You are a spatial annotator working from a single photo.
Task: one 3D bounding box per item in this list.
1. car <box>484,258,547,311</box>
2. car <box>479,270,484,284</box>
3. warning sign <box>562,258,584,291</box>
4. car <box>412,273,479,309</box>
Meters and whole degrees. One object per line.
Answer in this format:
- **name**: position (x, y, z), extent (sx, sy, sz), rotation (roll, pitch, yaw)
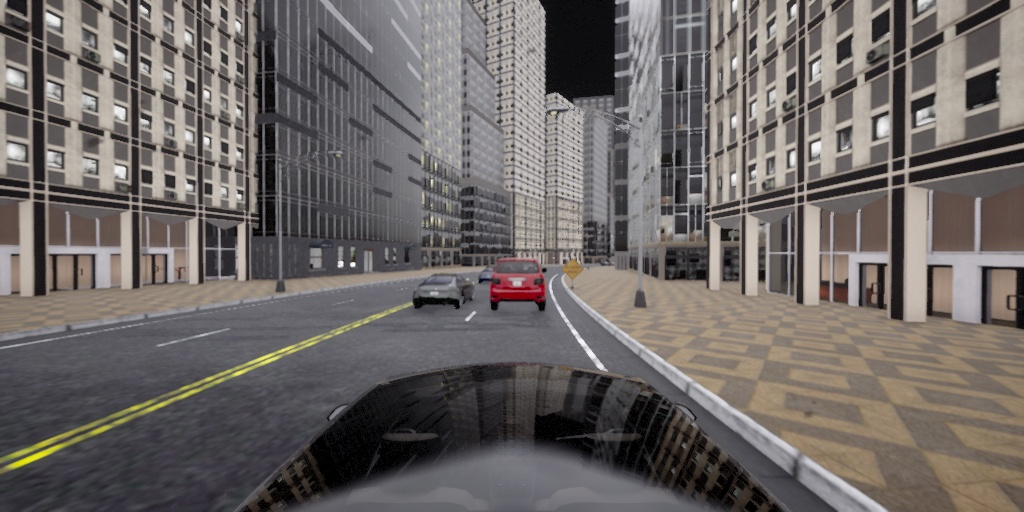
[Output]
- **car**: position (0.329, 1.103, 15.543), extent (2.150, 2.045, 5.566), rotation (0, 0, 3)
- **car**: position (-1.596, 1.597, 30.802), extent (1.994, 1.385, 4.181), rotation (0, -1, 7)
- **warning sign**: position (3.569, 1.065, 21.281), extent (1.300, 1.860, 1.060), rotation (0, 0, 5)
- **car**: position (-2.898, 1.449, 15.959), extent (1.994, 1.385, 4.181), rotation (0, -1, 4)
